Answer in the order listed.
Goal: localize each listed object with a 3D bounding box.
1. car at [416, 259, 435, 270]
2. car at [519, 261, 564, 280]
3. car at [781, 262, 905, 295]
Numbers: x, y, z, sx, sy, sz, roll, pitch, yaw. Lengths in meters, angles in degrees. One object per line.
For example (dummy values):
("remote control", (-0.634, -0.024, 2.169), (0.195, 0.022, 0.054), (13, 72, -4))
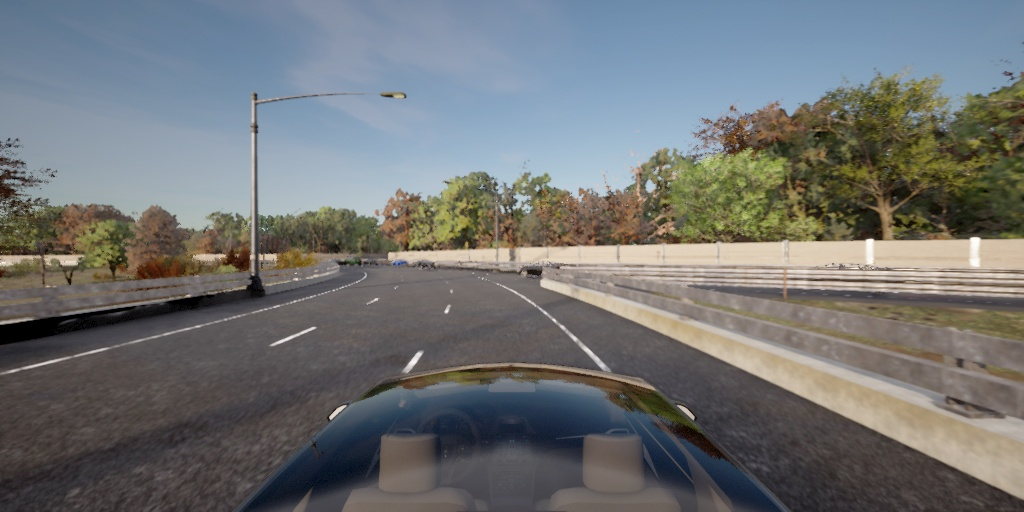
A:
("car", (-12.974, 1.184, 53.901), (1.882, 1.535, 5.008), (5, 1, -27))
("car", (2.717, 1.173, 31.366), (4.902, 1.511, 2.128), (0, 0, 44))
("car", (17.590, 1.091, 19.365), (4.902, 1.511, 2.128), (0, 0, 35))
